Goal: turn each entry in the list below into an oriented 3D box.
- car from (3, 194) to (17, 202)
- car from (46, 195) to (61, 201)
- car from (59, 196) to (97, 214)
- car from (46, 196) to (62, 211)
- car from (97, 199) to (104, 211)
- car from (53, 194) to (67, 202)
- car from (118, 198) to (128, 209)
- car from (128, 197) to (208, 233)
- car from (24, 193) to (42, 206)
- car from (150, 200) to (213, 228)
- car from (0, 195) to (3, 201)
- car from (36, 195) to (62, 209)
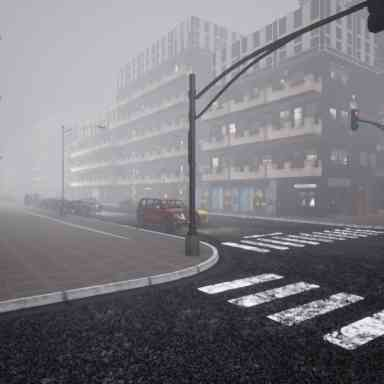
[{"bbox_3d":[-38.099,1.412,70.146,1.802,1.307,4.206,0,0,-36],"label":"car"},{"bbox_3d":[-31.309,1.379,75.058,2.008,1.369,4.403,0,0,-36],"label":"car"},{"bbox_3d":[-11.528,1.444,33.436,1.887,1.381,4.507,0,0,-36],"label":"car"},{"bbox_3d":[-14.850,1.451,38.025,1.947,1.339,4.313,0,0,-36],"label":"car"},{"bbox_3d":[-11.567,1.381,37.921,2.128,1.511,4.902,0,0,-36],"label":"car"},{"bbox_3d":[-27.989,1.269,70.471,1.967,1.590,4.097,0,0,-36],"label":"car"},{"bbox_3d":[-8.061,1.465,42.940,1.802,1.307,4.206,0,0,-36],"label":"car"},{"bbox_3d":[-1.563,1.264,19.670,2.192,1.841,5.009,0,0,-36],"label":"car"},{"bbox_3d":[-24.813,1.162,51.791,2.192,1.841,5.009,0,0,-36],"label":"car"},{"bbox_3d":[-0.878,1.418,23.134,1.882,1.535,5.008,0,0,-36],"label":"car"},{"bbox_3d":[-41.421,1.269,74.733,1.967,1.590,4.097,0,0,-36],"label":"car"},{"bbox_3d":[-18.171,1.436,42.615,1.947,1.339,4.313,0,0,-36],"label":"car"}]
